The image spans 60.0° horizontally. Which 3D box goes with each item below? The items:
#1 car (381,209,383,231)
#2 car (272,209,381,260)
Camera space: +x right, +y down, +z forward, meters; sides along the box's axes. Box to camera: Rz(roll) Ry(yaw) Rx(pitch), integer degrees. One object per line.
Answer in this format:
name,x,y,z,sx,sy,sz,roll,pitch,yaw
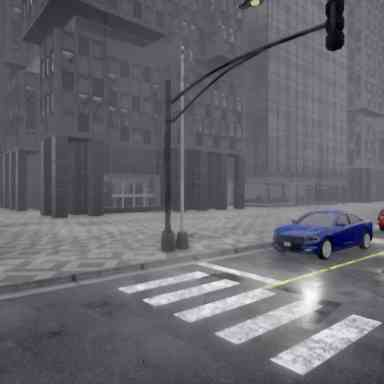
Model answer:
car,12.773,1.197,19.135,5.566,2.045,2.150,0,0,-40
car,5.075,1.461,12.665,5.008,1.535,1.882,0,0,-40
